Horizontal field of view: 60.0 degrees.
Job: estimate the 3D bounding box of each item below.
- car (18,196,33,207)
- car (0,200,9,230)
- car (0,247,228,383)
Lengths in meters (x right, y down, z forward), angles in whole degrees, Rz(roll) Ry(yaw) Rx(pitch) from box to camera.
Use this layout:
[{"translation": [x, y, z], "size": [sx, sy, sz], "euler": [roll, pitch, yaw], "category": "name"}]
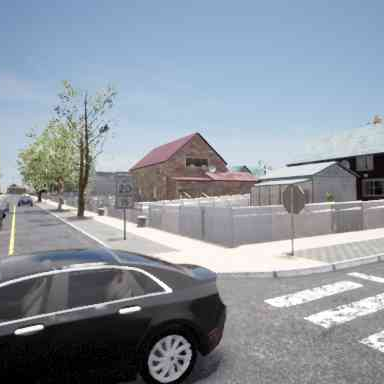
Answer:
[{"translation": [-26.594, 1.361, 53.049], "size": [2.097, 1.767, 4.553], "euler": [0, 0, -27], "category": "car"}, {"translation": [-12.743, 1.498, 20.587], "size": [2.128, 1.511, 4.902], "euler": [0, 0, -28], "category": "car"}, {"translation": [-1.893, 1.506, 3.911], "size": [4.892, 1.490, 1.837], "euler": [0, 0, -28], "category": "car"}]
